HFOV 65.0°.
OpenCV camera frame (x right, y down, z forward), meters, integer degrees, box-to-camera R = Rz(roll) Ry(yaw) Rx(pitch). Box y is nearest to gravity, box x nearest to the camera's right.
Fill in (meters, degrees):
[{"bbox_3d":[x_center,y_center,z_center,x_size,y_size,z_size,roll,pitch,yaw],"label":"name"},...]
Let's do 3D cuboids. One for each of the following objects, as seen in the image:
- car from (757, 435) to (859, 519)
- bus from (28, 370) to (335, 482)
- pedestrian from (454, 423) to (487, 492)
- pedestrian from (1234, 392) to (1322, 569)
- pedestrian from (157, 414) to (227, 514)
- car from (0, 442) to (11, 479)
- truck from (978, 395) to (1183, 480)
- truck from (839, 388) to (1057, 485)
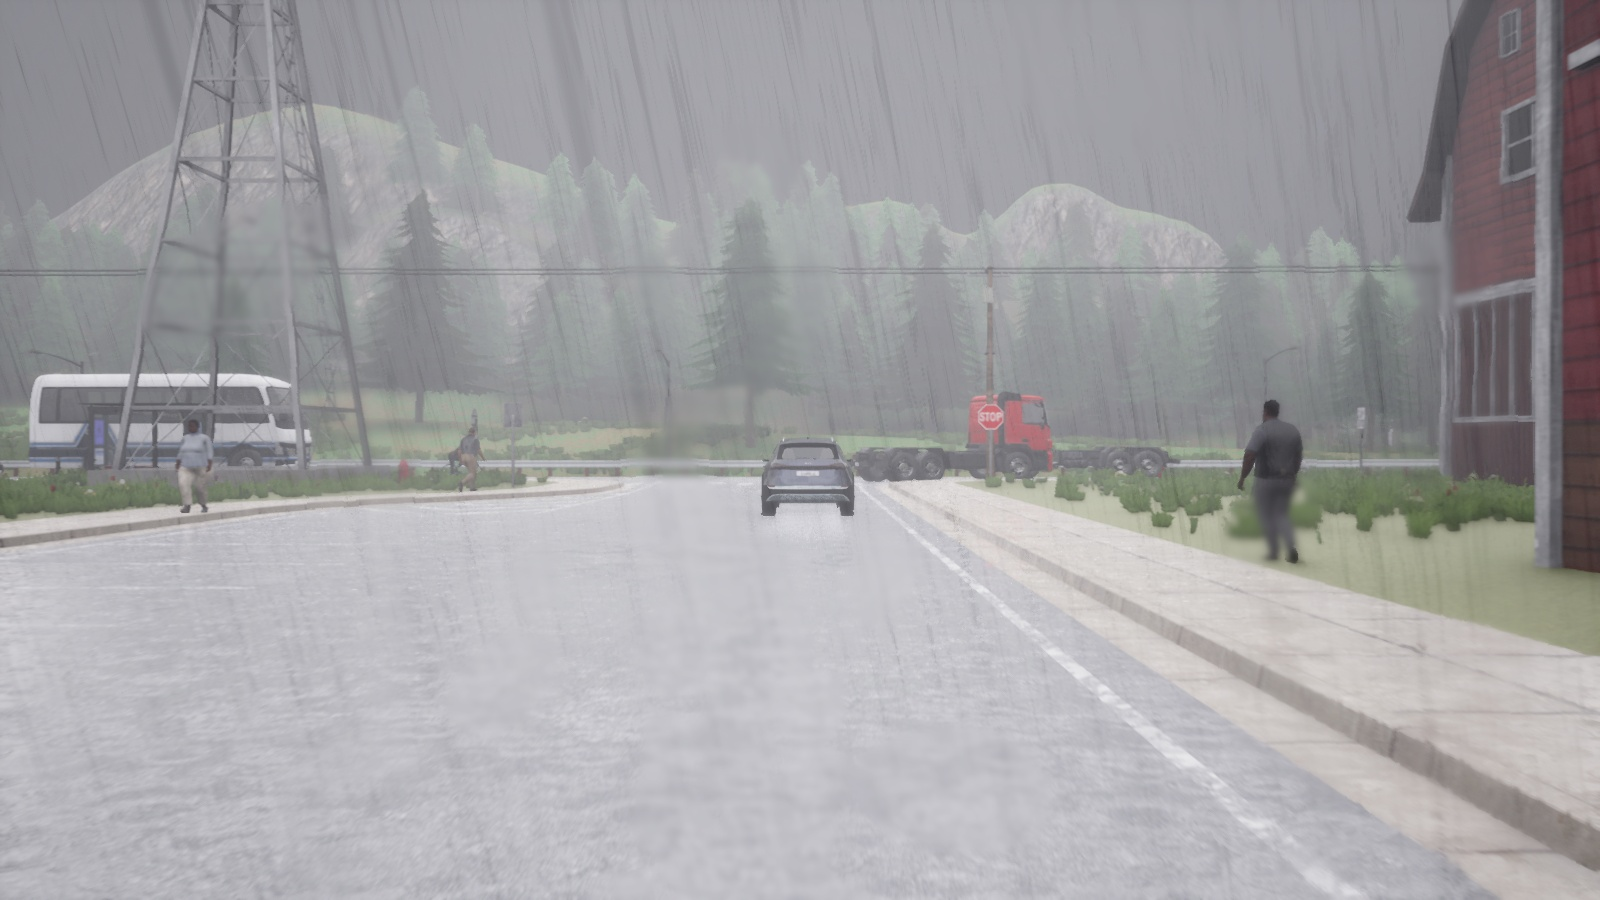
[{"bbox_3d":[0.171,0.523,27.335,2.033,1.649,4.856,0,0,0],"label":"car"},{"bbox_3d":[-24.279,-0.930,49.757,10.273,4.253,3.944,0,0,1],"label":"bus"},{"bbox_3d":[-8.905,0.203,33.917,0.540,1.848,0.694,0,0,29],"label":"pedestrian"},{"bbox_3d":[5.250,0.326,13.829,0.563,1.883,0.849,0,0,-9],"label":"pedestrian"},{"bbox_3d":[-11.492,0.259,23.747,0.874,1.855,0.900,0,0,1],"label":"pedestrian"},{"bbox_3d":[-34.479,0.437,49.936,4.792,1.488,2.163,0,0,-9],"label":"car"},{"bbox_3d":[11.579,-0.521,52.425,7.936,3.462,2.891,0,0,1],"label":"truck"},{"bbox_3d":[5.706,-0.503,48.183,7.936,3.462,2.891,0,0,-25],"label":"truck"}]
